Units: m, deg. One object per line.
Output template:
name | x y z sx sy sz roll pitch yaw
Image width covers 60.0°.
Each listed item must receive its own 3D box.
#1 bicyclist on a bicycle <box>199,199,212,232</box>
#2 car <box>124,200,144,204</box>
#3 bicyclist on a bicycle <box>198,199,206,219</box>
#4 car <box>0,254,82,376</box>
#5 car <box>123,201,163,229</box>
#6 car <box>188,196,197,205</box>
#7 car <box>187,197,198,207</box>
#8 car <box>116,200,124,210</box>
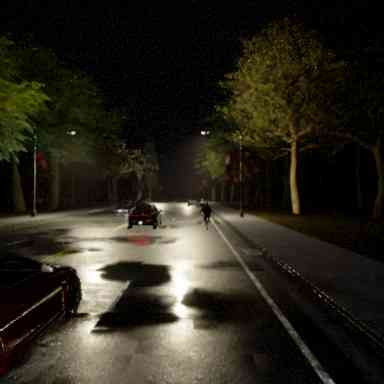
bicyclist on a bicycle | 0.915 1.478 20.242 0.659 1.776 1.843 0 0 0
car | -6.545 1.733 40.211 1.837 1.490 4.892 0 0 0
bicyclist on a bicycle | 0.927 1.537 30.358 0.659 1.776 1.843 0 0 0
car | -3.145 1.590 4.845 1.994 1.385 4.181 0 0 0
car | -3.124 1.625 22.615 1.837 1.490 4.892 0 0 0
car | 0.088 1.831 73.530 2.097 1.767 4.553 0 0 0
car | 0.171 1.885 58.777 1.812 1.442 4.674 0 0 0
car | -9.764 1.838 49.233 2.033 1.411 5.357 0 0 0
